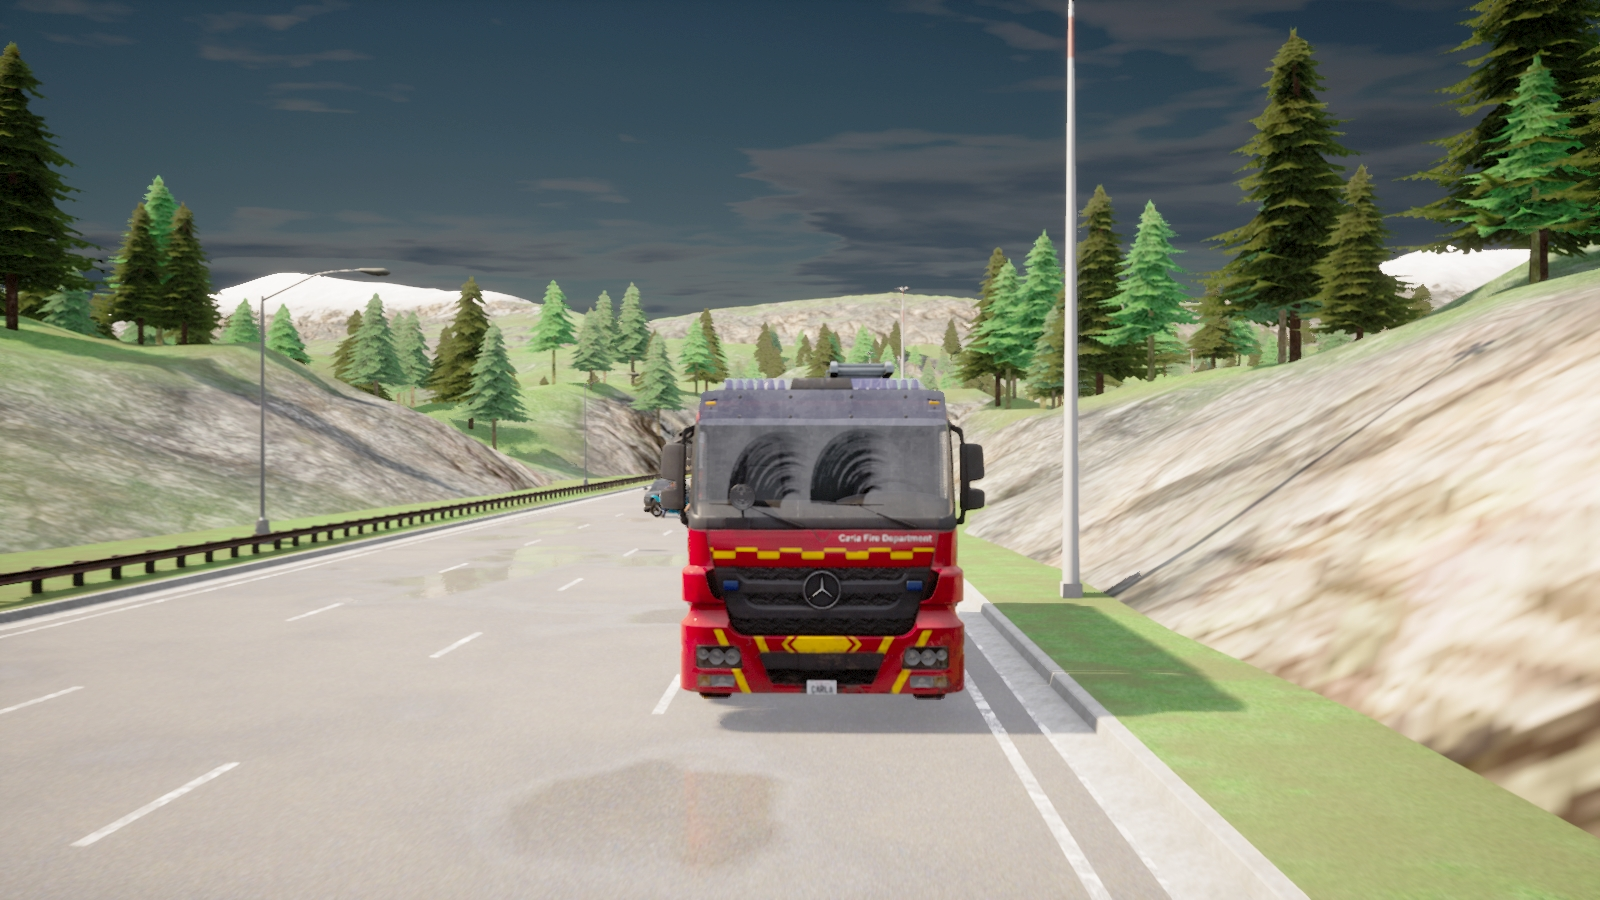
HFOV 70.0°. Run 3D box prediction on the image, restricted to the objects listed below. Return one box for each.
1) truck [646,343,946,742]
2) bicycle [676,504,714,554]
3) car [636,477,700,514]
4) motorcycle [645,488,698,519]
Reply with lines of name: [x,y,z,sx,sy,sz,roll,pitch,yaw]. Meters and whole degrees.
truck: [0.055,0.880,15.225,2.891,3.827,8.468,0,0,1]
bicycle: [-2.840,2.138,31.121,0.859,1.277,1.487,0,0,1]
car: [-5.895,2.028,51.633,2.231,1.480,4.892,0,0,1]
motorcycle: [-5.227,2.156,46.503,2.033,1.199,0.803,0,0,22]
